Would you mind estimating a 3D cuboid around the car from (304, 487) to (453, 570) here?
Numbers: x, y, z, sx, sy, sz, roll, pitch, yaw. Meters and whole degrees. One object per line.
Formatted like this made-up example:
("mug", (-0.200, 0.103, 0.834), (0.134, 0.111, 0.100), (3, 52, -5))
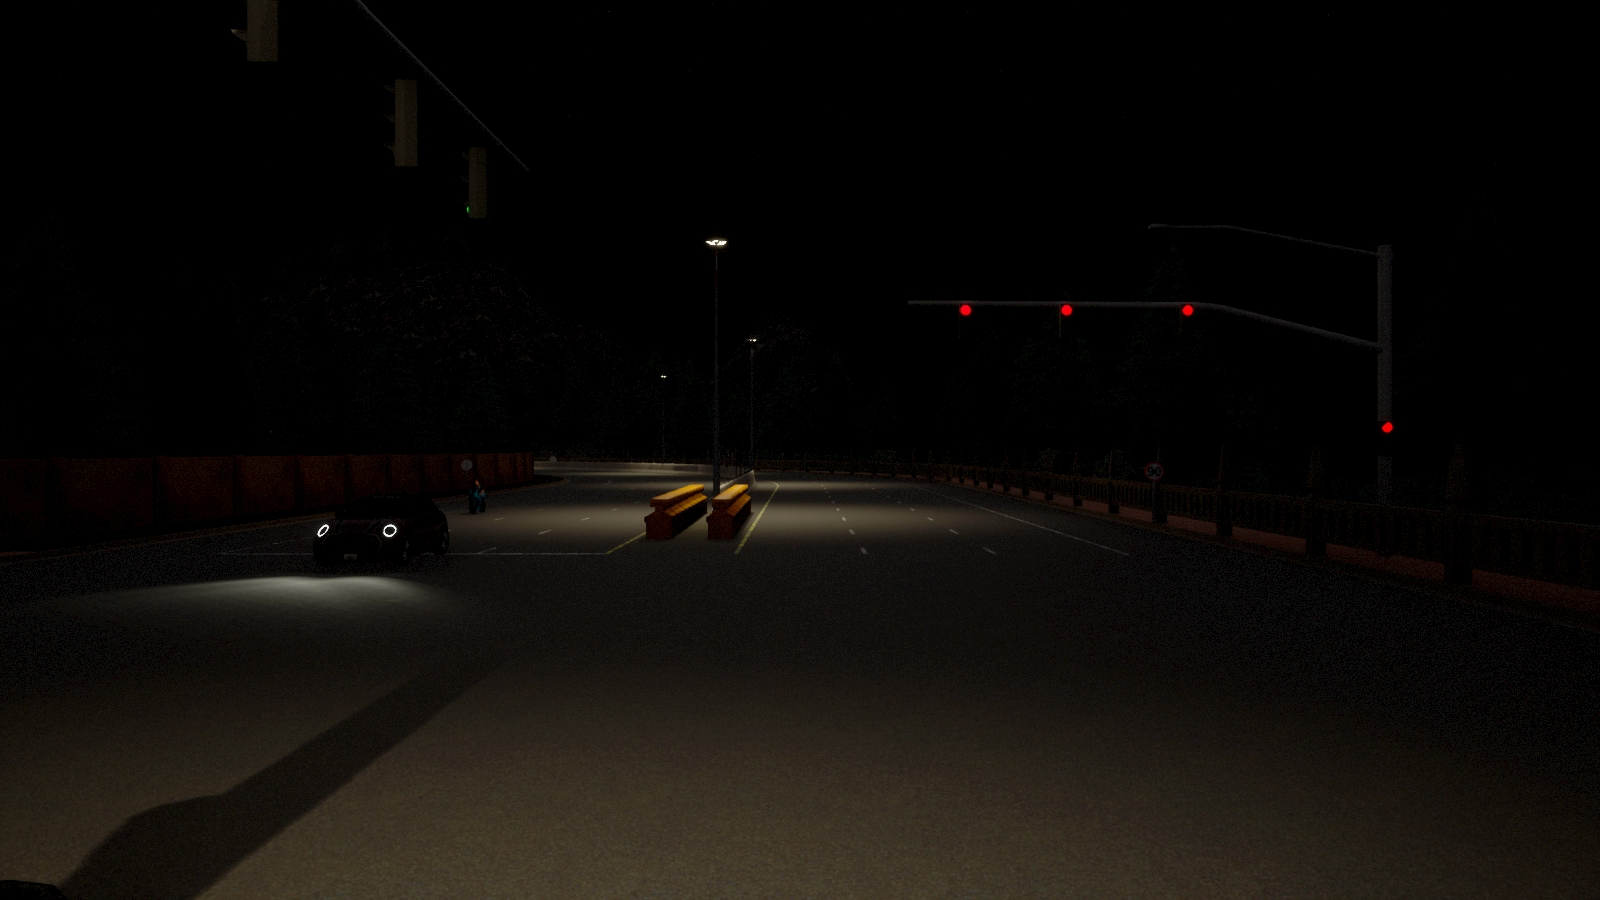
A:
("car", (-10.504, 1.906, 28.861), (2.097, 1.767, 4.553), (0, 0, 0))
